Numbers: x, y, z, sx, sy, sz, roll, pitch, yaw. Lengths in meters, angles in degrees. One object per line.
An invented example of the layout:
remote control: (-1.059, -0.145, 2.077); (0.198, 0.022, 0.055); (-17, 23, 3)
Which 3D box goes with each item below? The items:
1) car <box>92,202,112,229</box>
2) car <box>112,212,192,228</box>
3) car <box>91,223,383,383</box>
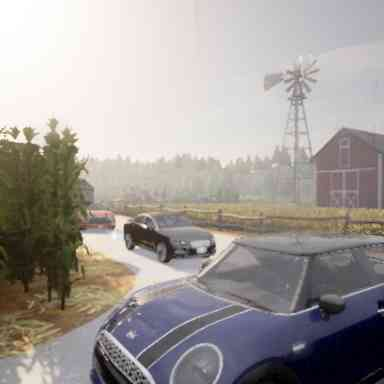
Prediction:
car: (-6.398, 1.396, 20.952); (2.097, 1.767, 4.553); (0, 0, -32)
car: (-1.006, 1.533, 12.340); (2.128, 1.511, 4.902); (0, 0, -32)
car: (1.135, 1.372, 4.228); (4.553, 1.767, 2.097); (1, 0, -34)
